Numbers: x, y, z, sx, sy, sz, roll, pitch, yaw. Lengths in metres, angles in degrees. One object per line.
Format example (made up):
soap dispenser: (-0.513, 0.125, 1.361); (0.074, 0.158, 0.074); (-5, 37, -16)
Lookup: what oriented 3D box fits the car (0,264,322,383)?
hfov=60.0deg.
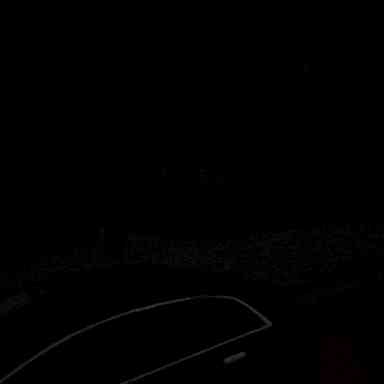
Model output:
car: (-0.920, 1.504, 2.723); (4.892, 1.490, 1.837); (0, 0, -35)
